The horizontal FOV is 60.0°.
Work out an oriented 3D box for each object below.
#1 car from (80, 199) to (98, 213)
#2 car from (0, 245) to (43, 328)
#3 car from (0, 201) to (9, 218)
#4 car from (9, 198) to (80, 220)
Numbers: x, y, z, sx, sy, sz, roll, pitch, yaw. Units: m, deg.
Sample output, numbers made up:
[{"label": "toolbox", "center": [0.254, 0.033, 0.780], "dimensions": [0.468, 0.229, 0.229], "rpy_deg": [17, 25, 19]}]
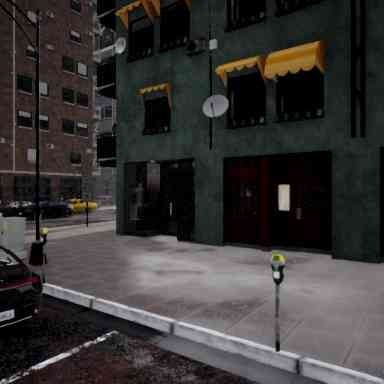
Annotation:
[{"label": "car", "center": [-10.958, 1.250, 30.486], "dimensions": [1.752, 1.417, 4.829], "rpy_deg": [1, 1, 35]}, {"label": "car", "center": [-4.469, 1.552, 6.054], "dimensions": [4.403, 1.369, 2.008], "rpy_deg": [0, 0, 35]}, {"label": "car", "center": [-14.045, 1.350, 26.058], "dimensions": [2.008, 1.369, 4.403], "rpy_deg": [1, 1, 35]}, {"label": "car", "center": [-11.226, 1.346, 25.589], "dimensions": [1.994, 1.385, 4.181], "rpy_deg": [0, 1, 35]}]
